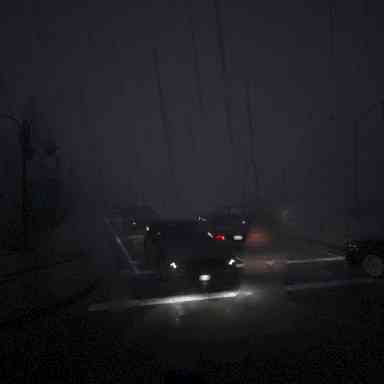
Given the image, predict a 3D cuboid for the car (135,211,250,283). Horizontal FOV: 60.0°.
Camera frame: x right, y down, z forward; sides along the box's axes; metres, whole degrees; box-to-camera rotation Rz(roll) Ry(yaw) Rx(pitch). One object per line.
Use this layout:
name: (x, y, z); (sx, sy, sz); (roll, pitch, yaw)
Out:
car: (-0.371, 1.543, 10.093); (2.033, 1.411, 5.357); (0, 0, -14)

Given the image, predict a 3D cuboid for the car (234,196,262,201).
car: (7.433, 1.288, 46.124); (2.007, 1.523, 4.514); (0, 0, -17)

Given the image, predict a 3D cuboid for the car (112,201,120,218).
car: (-6.222, 1.515, 30.091); (2.033, 1.411, 5.357); (0, 0, -17)

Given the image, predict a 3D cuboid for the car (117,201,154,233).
car: (-3.083, 1.529, 19.933); (2.033, 1.411, 5.357); (0, 0, -17)

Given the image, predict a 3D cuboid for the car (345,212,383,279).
car: (6.517, 1.476, 8.220); (5.008, 1.535, 1.882); (0, 0, 40)

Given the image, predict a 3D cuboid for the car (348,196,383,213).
car: (15.633, 1.356, 29.149); (1.970, 1.475, 3.806); (0, 0, -17)

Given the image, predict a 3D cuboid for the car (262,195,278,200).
car: (10.423, 1.278, 47.074); (2.152, 1.636, 5.027); (0, 0, -17)

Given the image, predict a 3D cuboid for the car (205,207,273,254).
car: (1.355, 1.538, 13.394); (2.033, 1.411, 5.357); (0, 0, -3)

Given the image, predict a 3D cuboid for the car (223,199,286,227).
car: (2.858, 1.466, 19.898); (5.357, 1.411, 2.033); (-3, 1, -15)

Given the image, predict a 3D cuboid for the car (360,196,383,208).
car: (23.971, 1.274, 43.118); (1.845, 1.501, 3.633); (0, 0, -17)
